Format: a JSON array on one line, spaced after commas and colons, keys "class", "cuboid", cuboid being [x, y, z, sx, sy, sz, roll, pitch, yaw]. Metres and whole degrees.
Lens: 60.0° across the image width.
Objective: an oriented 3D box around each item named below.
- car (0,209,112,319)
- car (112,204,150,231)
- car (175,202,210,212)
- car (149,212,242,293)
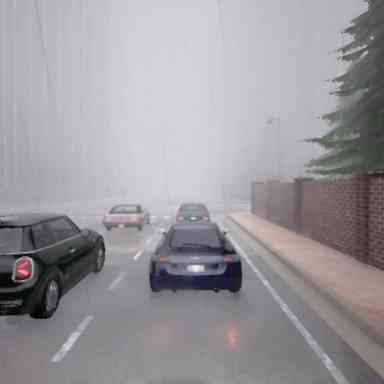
[{"class": "car", "cuboid": [-3.427, 1.244, 7.277, 2.097, 1.767, 4.553, 0, 1, 0]}, {"class": "car", "cuboid": [-3.452, 1.325, 18.433, 1.895, 1.301, 4.718, 0, 1, 0]}, {"class": "car", "cuboid": [0.049, 1.271, 18.401, 2.033, 1.411, 5.357, 0, 1, 0]}, {"class": "car", "cuboid": [0.070, 1.435, 8.539, 1.994, 1.385, 4.181, 0, 1, 0]}]
